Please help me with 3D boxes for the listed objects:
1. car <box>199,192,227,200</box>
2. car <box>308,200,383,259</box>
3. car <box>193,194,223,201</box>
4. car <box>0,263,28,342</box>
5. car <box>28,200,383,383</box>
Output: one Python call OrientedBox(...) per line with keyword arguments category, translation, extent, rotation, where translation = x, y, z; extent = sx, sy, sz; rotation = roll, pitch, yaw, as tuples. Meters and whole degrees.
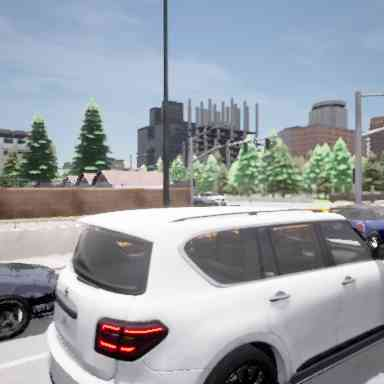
OrientedBox(category="car", translation=(2.952, 1.039, 49.898), extent=(2.150, 2.045, 5.566), rotation=(0, 0, -33))
OrientedBox(category="car", translation=(6.798, 1.276, 12.893), extent=(4.553, 1.767, 2.097), rotation=(0, 0, -35))
OrientedBox(category="car", translation=(1.402, 1.386, 45.891), extent=(2.033, 1.411, 5.357), rotation=(0, 0, -33))
OrientedBox(category="car", translation=(-4.644, 1.554, 4.739), extent=(5.357, 1.411, 2.033), rotation=(0, 0, -36))
OrientedBox(category="car", translation=(1.063, 1.203, 4.506), extent=(5.566, 2.045, 2.150), rotation=(-1, 0, -35))
